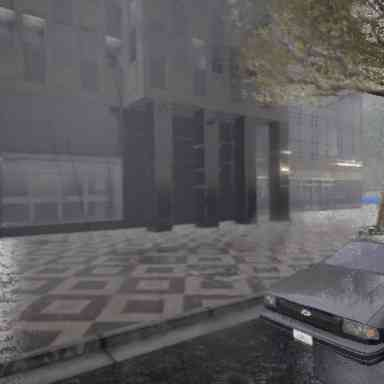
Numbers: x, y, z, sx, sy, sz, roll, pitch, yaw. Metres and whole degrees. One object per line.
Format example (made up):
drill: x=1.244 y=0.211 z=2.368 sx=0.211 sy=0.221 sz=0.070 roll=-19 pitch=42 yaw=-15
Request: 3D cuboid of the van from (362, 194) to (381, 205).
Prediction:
van: x=28.278 y=1.203 z=51.654 sx=1.690 sy=1.788 sz=3.998 roll=-1 pitch=0 yaw=-35

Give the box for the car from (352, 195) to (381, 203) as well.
car: x=32.062 y=1.338 z=61.089 sx=1.947 sy=1.339 sz=4.313 roll=-1 pitch=0 yaw=-35

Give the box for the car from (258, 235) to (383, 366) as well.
car: x=3.637 y=1.534 z=5.973 sx=5.357 sy=1.411 sz=2.033 roll=0 pitch=0 yaw=-35
